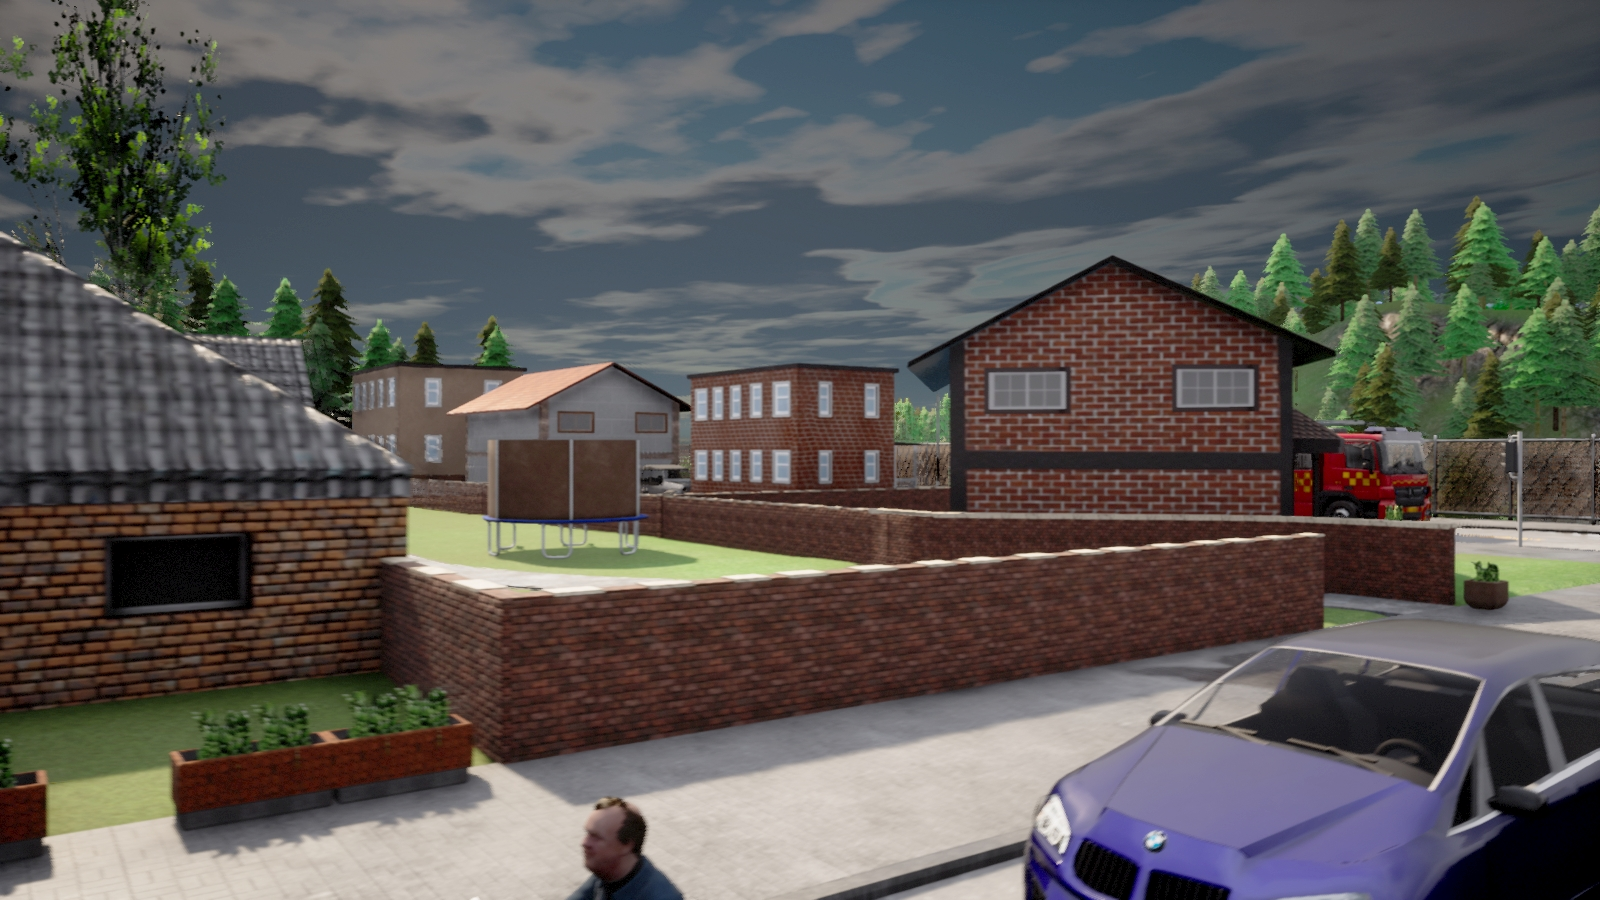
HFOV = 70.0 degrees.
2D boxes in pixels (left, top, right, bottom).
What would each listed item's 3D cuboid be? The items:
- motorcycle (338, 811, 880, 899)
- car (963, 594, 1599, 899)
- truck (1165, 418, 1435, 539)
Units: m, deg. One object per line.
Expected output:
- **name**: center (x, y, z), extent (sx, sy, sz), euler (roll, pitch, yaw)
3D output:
- **motorcycle**: center (-0.702, 2.143, 3.831), extent (1.805, 1.316, 0.856), euler (0, 0, -36)
- **car**: center (3.429, 1.968, 6.735), extent (4.611, 1.667, 2.242), euler (0, 0, -35)
- **truck**: center (17.353, 0.896, 40.361), extent (2.891, 3.827, 8.468), euler (0, 0, -35)
